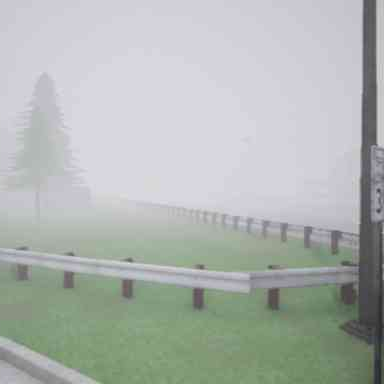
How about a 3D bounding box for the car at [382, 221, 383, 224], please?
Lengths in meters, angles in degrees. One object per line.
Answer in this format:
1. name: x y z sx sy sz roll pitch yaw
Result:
1. car: 13.186 1.490 20.732 1.994 1.385 4.181 0 0 -20
